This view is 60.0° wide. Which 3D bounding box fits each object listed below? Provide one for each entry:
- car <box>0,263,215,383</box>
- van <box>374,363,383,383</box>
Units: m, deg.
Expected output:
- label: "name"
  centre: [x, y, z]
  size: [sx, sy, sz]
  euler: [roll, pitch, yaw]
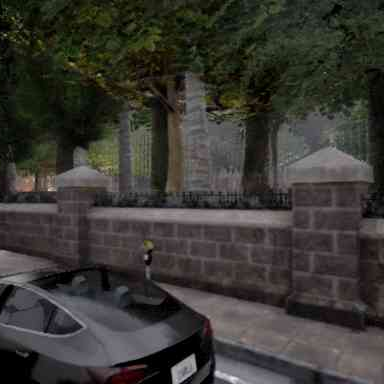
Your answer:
- label: "car"
  centre: [-1.759, 1.568, 4.077]
  size: [4.313, 1.339, 1.947]
  euler: [0, -1, 36]
- label: "van"
  centre: [2.680, 1.340, 0.914]
  size: [3.998, 1.788, 1.690]
  euler: [0, -1, 36]
